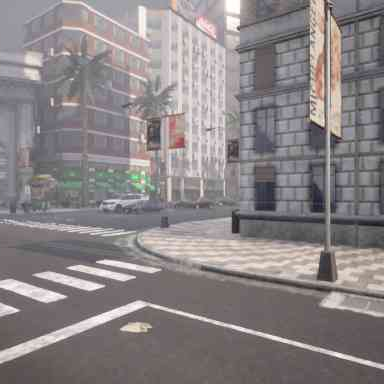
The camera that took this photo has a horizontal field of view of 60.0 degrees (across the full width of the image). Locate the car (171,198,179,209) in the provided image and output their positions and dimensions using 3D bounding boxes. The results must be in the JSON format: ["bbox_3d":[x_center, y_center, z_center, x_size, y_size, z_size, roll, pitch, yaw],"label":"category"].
[{"bbox_3d":[-1.727,1.526,45.821,1.812,1.442,4.674,0,0,37],"label":"car"}]

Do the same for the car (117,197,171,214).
[{"bbox_3d":[-5.014,1.547,35.625,2.033,1.411,5.357,0,0,36],"label":"car"}]

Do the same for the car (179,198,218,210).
[{"bbox_3d":[0.951,1.478,43.602,1.882,1.535,5.008,0,0,38],"label":"car"}]

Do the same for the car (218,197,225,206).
[{"bbox_3d":[4.926,1.491,53.578,4.902,1.511,2.128,0,0,-44],"label":"car"}]

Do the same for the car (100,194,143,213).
[{"bbox_3d":[-7.728,1.221,37.819,2.150,2.045,5.566,0,0,36],"label":"car"}]

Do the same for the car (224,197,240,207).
[{"bbox_3d":[7.483,1.564,51.198,4.181,1.385,1.994,0,0,-43],"label":"car"}]
